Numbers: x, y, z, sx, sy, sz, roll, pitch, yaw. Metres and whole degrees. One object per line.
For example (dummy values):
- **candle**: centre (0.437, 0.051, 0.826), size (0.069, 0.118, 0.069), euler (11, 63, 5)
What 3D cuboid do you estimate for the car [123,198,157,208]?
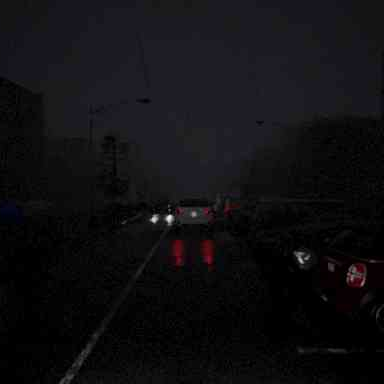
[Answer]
- **car**: centre (-7.677, 1.599, 49.082), size (4.674, 1.452, 2.002), euler (0, 0, 0)

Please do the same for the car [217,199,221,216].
- **car**: centre (4.679, 1.555, 28.315), size (4.792, 1.488, 2.163), euler (0, 0, 0)

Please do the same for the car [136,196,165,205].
- **car**: centre (-7.865, 1.579, 63.898), size (5.366, 1.575, 1.946), euler (0, 0, 0)

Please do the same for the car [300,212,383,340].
- **car**: centre (4.618, 1.364, 5.966), size (4.553, 1.767, 2.185), euler (0, 0, 0)

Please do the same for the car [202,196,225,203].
- **car**: centre (4.644, 1.566, 73.024), size (4.892, 1.521, 2.231), euler (0, 1, 0)

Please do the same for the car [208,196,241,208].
- **car**: centre (4.682, 1.432, 47.994), size (4.553, 1.767, 2.185), euler (0, 0, 0)

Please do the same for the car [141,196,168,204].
- **car**: centre (-7.495, 1.584, 66.838), size (5.366, 1.575, 1.946), euler (0, 0, 0)

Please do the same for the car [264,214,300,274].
- **car**: centre (4.644, 1.496, 8.757), size (4.892, 1.521, 2.231), euler (0, 0, 0)

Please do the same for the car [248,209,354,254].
- **car**: centre (4.656, 1.500, 11.552), size (4.892, 1.521, 2.231), euler (0, 0, 0)

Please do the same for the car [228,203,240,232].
- **car**: centre (4.645, 1.508, 17.263), size (5.008, 1.535, 2.097), euler (0, 0, 0)

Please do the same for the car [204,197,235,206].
- **car**: centre (4.644, 1.570, 56.250), size (5.008, 1.535, 2.097), euler (0, 0, 0)

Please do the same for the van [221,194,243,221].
- **van**: centre (4.767, 1.296, 25.520), size (4.442, 1.987, 1.878), euler (0, 0, 0)

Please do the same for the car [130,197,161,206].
- **car**: centre (-7.709, 1.598, 55.084), size (4.792, 1.488, 2.163), euler (0, 0, 0)

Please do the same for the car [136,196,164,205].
- **car**: centre (-7.686, 1.578, 60.835), size (4.892, 1.521, 2.231), euler (0, 0, 0)

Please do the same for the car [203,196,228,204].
- **car**: centre (4.656, 1.590, 67.421), size (4.892, 1.521, 2.231), euler (0, 0, 0)

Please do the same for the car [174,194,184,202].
- **car**: centre (-3.003, 1.365, 77.153), size (2.128, 1.511, 4.902), euler (0, 1, 0)

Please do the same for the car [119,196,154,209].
- **car**: centre (-7.648, 1.428, 46.144), size (4.553, 1.767, 2.185), euler (0, 0, 0)

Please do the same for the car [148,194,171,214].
- **car**: centre (-3.094, 1.409, 35.704), size (2.097, 1.767, 4.553), euler (0, 0, 0)

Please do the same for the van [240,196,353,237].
- **van**: centre (4.534, 1.278, 14.345), size (4.442, 1.987, 1.878), euler (0, 0, 0)

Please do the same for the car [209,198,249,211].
- **car**: centre (4.620, 1.578, 42.283), size (4.792, 1.488, 2.163), euler (0, 0, 0)

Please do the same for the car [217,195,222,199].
- **car**: centre (4.619, 1.405, 31.107), size (4.553, 1.767, 2.185), euler (0, 0, 0)

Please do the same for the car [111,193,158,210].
- **car**: centre (-7.708, 1.298, 43.332), size (5.566, 2.045, 2.435), euler (0, 0, 0)

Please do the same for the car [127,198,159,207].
- **car**: centre (-7.677, 1.603, 52.145), size (4.674, 1.452, 2.002), euler (0, 0, 0)

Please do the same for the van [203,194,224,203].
- **van**: centre (4.533, 1.361, 70.215), size (4.442, 1.987, 1.878), euler (0, 0, 0)

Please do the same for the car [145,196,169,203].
- **car**: centre (-7.685, 1.569, 72.610), size (5.008, 1.535, 2.097), euler (0, 0, 0)

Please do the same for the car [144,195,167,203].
- **car**: centre (-7.649, 1.461, 69.780), size (4.553, 1.767, 2.185), euler (0, 0, 0)

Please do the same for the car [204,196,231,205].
- **car**: centre (4.644, 1.581, 61.961), size (4.892, 1.521, 2.231), euler (0, 0, 0)

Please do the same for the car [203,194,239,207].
- **car**: centre (4.622, 1.315, 53.456), size (5.566, 2.045, 2.435), euler (0, 0, 0)

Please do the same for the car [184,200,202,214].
- **car**: centre (0.100, 1.624, 37.596), size (1.994, 1.385, 4.181), euler (0, 0, 0)

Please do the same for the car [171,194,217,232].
- **car**: centre (0.101, 1.254, 20.454), size (2.150, 2.045, 5.566), euler (0, 0, 0)
